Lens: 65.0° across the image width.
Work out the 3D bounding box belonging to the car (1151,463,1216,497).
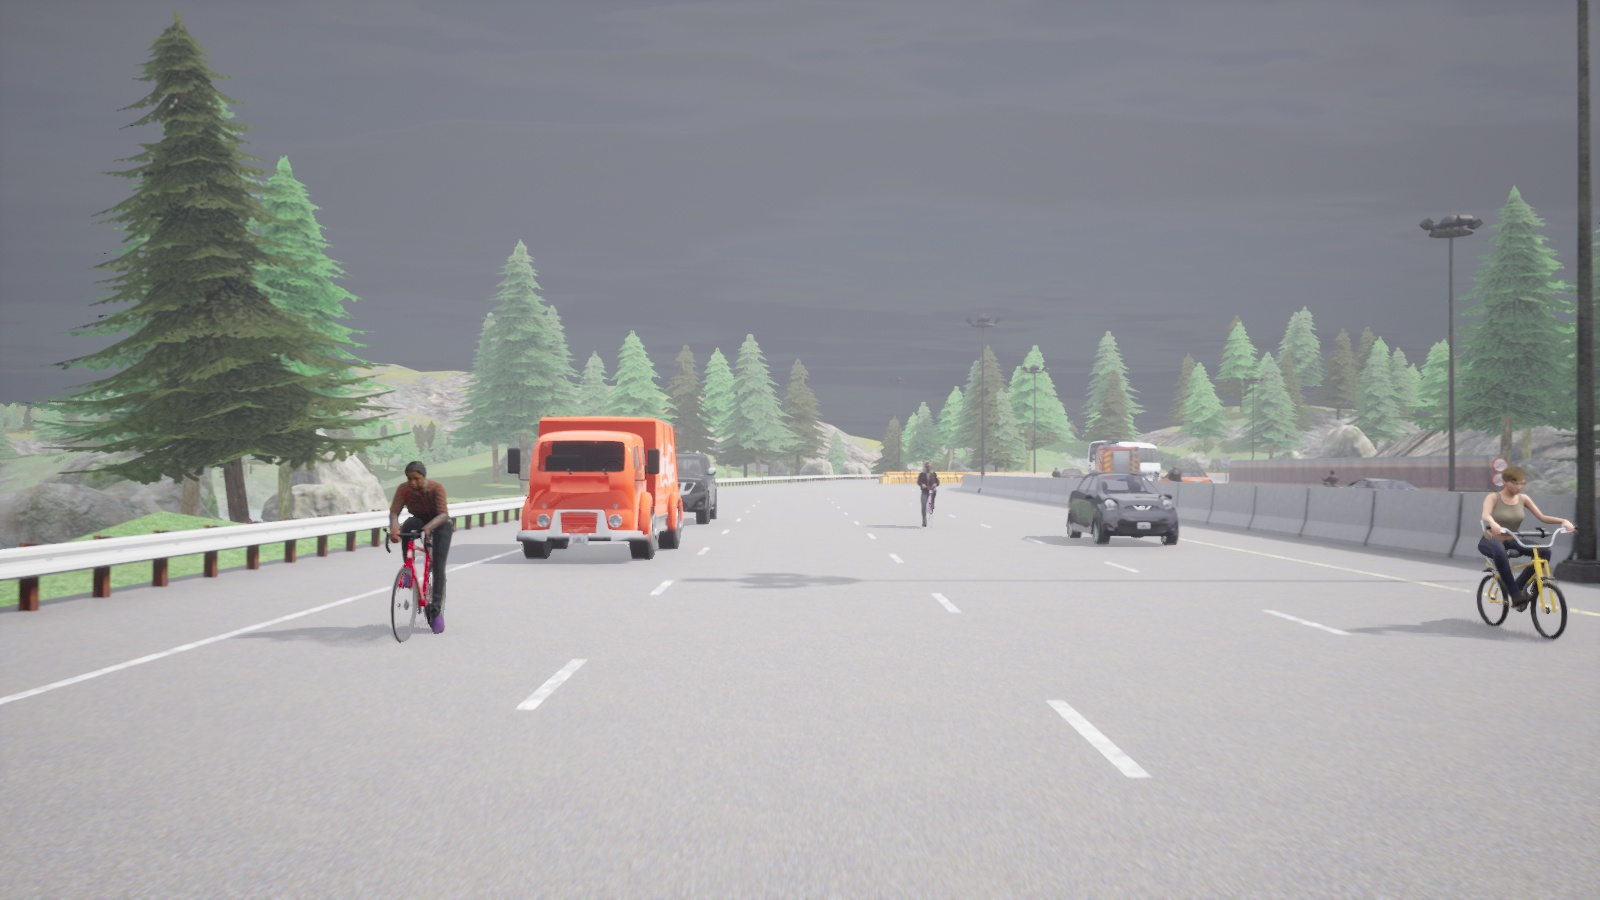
[{"bbox_3d":[20.744,1.614,68.102,2.097,1.767,4.553,0,-1,0],"label":"car"}]

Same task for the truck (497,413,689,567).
[{"bbox_3d":[-3.558,0.682,22.775,2.627,2.467,5.204,0,-1,0],"label":"truck"}]

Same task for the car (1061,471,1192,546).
[{"bbox_3d":[6.934,1.206,27.050,1.845,1.501,3.633,0,-1,0],"label":"car"}]

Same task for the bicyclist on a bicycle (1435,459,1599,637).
[{"bbox_3d":[6.974,0.904,12.160,0.866,1.612,1.509,0,-1,0],"label":"bicyclist on a bicycle"}]

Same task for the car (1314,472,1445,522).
[{"bbox_3d":[17.400,1.378,37.946,1.994,1.385,4.181,0,-1,0],"label":"car"}]

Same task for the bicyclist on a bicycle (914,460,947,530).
[{"bbox_3d":[3.417,1.168,33.108,0.659,1.776,1.843,0,-1,0],"label":"bicyclist on a bicycle"}]

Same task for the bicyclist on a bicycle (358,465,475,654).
[{"bbox_3d":[-3.529,0.955,11.685,0.582,1.620,1.656,0,0,0],"label":"bicyclist on a bicycle"}]

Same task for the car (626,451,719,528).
[{"bbox_3d":[-3.595,1.095,36.441,2.150,2.045,5.566,0,-1,0],"label":"car"}]
